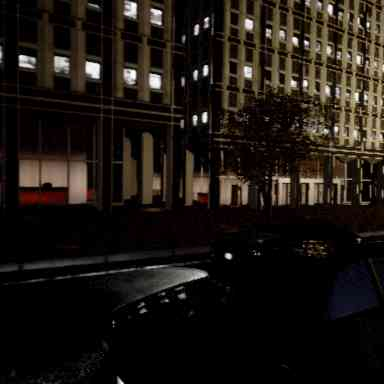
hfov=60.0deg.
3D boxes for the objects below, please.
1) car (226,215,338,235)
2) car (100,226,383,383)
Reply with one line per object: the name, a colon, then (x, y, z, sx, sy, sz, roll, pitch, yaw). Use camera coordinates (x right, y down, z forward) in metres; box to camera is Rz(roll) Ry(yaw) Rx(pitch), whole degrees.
car: (2.577, 1.324, 8.728, 4.181, 1.385, 1.994, 1, 2, -30)
car: (1.657, 1.428, 4.423, 5.357, 1.411, 2.033, 1, 2, -31)
